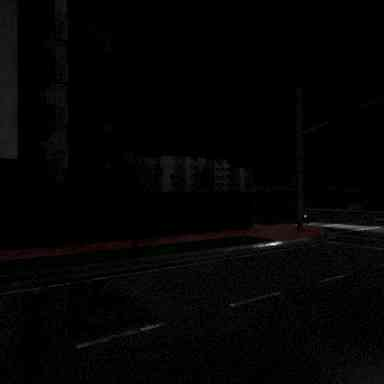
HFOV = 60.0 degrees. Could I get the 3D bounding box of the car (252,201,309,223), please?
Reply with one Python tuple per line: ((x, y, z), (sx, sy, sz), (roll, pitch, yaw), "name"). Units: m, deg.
((6.746, 1.491, 26.051), (2.128, 1.511, 4.902), (0, 0, -36), "car")
